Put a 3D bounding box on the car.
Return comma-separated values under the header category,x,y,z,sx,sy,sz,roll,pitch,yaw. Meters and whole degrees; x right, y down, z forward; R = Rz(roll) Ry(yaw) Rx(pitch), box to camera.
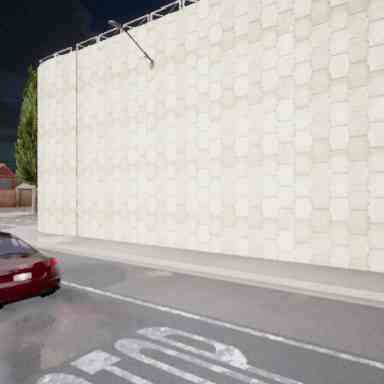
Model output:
category,x,y,z,sx,sy,sz,roll,pitch,yaw
car,-4.823,1.584,7.420,4.181,1.385,1.994,0,0,35
